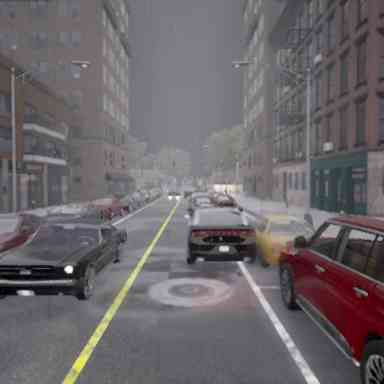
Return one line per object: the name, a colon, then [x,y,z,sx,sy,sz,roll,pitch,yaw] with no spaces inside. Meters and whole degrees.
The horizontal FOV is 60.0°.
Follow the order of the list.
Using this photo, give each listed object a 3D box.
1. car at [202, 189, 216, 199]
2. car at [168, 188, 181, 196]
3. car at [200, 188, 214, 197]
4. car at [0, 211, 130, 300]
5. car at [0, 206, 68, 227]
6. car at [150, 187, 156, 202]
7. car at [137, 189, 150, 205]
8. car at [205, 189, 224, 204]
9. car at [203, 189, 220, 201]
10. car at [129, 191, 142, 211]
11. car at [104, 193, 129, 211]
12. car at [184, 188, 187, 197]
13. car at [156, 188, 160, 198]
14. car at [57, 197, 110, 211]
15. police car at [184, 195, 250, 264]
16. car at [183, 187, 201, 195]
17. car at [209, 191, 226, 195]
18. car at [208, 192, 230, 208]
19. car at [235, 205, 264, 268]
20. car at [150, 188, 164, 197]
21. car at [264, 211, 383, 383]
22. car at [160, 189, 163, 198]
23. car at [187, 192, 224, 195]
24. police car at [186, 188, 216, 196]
car: [2.436,0.235,48.417,1.802,1.307,4.206,0,2,0]
car: [-2.997,-0.017,57.120,1.994,1.385,4.181,0,1,0]
car: [2.413,0.068,53.933,1.947,1.339,4.313,0,2,0]
car: [-2.881,1.375,7.941,1.895,1.301,4.718,0,2,0]
car: [-5.427,1.307,9.766,1.802,1.307,4.206,0,2,0]
car: [-5.543,0.398,37.344,1.967,1.590,4.097,0,2,0]
car: [-5.519,0.660,31.831,2.008,1.369,4.403,0,2,0]
car: [2.481,0.474,37.554,1.752,1.417,4.829,0,2,0]
car: [2.459,0.347,42.900,1.887,1.381,4.507,0,2,0]
car: [-5.496,0.828,26.315,1.947,1.339,4.313,0,2,0]
car: [-5.473,0.961,20.798,1.887,1.381,4.507,0,2,0]
car: [-0.184,0.124,48.705,1.882,1.535,5.008,0,2,0]
car: [-5.565,0.338,42.693,1.752,1.417,4.829,0,2,0]
car: [-5.450,1.121,15.281,2.008,1.369,4.403,0,2,0]
police car: [0.781,1.119,10.751,1.930,1.638,5.238,0,2,0]
car: [0.043,-0.152,62.043,1.994,1.385,4.181,1,2,22]
car: [2.529,0.839,26.353,1.802,1.307,4.206,0,2,0]
car: [2.505,0.686,31.869,1.802,1.307,4.206,0,2,0]
car: [2.593,1.241,9.971,1.752,1.417,4.829,0,2,0]
car: [-5.612,0.089,53.899,1.802,1.307,4.206,0,2,0]
car: [2.621,1.189,4.281,2.192,1.841,5.009,0,2,0]
car: [-5.589,0.098,48.378,1.967,1.590,4.097,0,2,0]
car: [0.740,0.944,20.640,1.812,1.442,4.674,0,2,0]
police car: [0.714,0.673,26.745,1.930,1.638,5.238,0,2,0]
